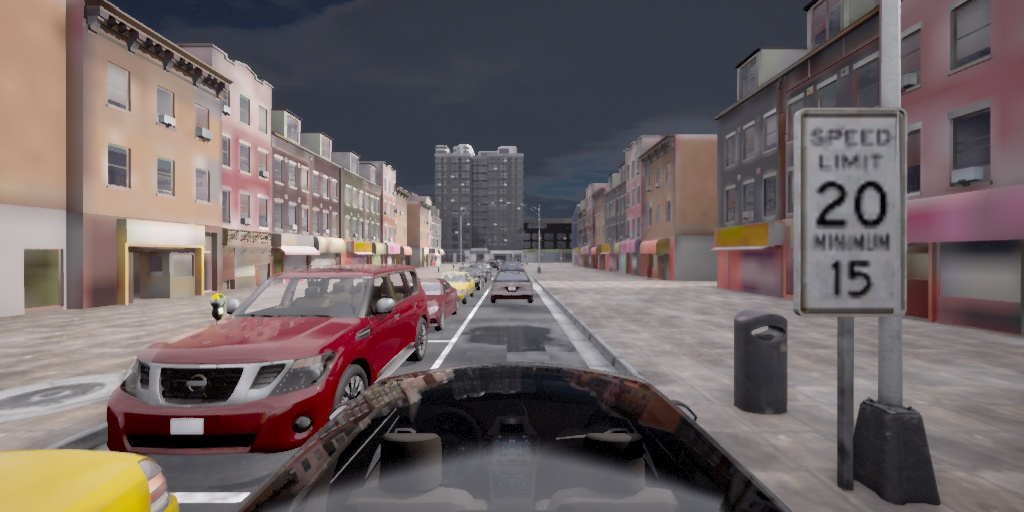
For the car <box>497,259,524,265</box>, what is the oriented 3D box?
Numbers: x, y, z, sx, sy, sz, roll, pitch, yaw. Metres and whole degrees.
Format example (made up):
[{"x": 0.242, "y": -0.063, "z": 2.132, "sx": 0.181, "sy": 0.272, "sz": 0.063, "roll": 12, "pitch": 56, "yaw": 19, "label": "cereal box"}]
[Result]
[{"x": 0.000, "y": 1.119, "z": 31.471, "sx": 2.097, "sy": 1.767, "sz": 4.553, "roll": 0, "pitch": 0, "yaw": 0, "label": "car"}]

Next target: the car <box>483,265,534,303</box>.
[{"x": 0.000, "y": 1.314, "z": 16.501, "sx": 2.033, "sy": 1.411, "sz": 5.357, "roll": 0, "pitch": 0, "yaw": 0, "label": "car"}]

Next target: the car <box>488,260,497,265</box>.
[{"x": -2.638, "y": 1.302, "z": 32.687, "sx": 2.007, "sy": 1.370, "sz": 4.403, "roll": 0, "pitch": 0, "yaw": 0, "label": "car"}]

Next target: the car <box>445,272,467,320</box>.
[{"x": -2.638, "y": 1.331, "z": 10.878, "sx": 1.802, "sy": 1.307, "sz": 4.207, "roll": 0, "pitch": 0, "yaw": 0, "label": "car"}]

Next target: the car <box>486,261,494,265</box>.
[{"x": -2.638, "y": 1.317, "z": 27.234, "sx": 1.948, "sy": 1.339, "sz": 4.313, "roll": 0, "pitch": 0, "yaw": 0, "label": "car"}]

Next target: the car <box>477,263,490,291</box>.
[{"x": -2.638, "y": 1.316, "z": 21.782, "sx": 1.948, "sy": 1.339, "sz": 4.313, "roll": 0, "pitch": 0, "yaw": 0, "label": "car"}]

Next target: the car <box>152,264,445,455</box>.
[{"x": -2.638, "y": 1.063, "z": 5.426, "sx": 2.192, "sy": 1.841, "sz": 5.009, "roll": 0, "pitch": 0, "yaw": 0, "label": "car"}]

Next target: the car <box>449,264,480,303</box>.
[{"x": -2.638, "y": 1.275, "z": 16.161, "sx": 1.751, "sy": 1.417, "sz": 4.829, "roll": 0, "pitch": 0, "yaw": 0, "label": "car"}]
